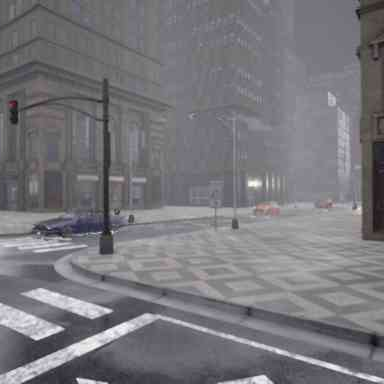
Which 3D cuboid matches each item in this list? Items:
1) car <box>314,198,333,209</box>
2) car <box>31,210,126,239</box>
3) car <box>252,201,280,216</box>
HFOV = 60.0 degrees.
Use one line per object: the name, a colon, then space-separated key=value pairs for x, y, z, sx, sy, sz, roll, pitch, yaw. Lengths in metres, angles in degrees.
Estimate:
car: x=24.623 y=2.154 z=62.126 sx=2.150 sy=2.045 sz=5.566 roll=0 pitch=-1 yaw=36
car: x=-6.230 y=1.737 z=19.045 sx=2.033 sy=1.411 sz=5.357 roll=0 pitch=-1 yaw=36
car: x=9.015 y=1.909 z=40.331 sx=2.097 sy=1.767 sz=4.553 roll=0 pitch=-1 yaw=36
